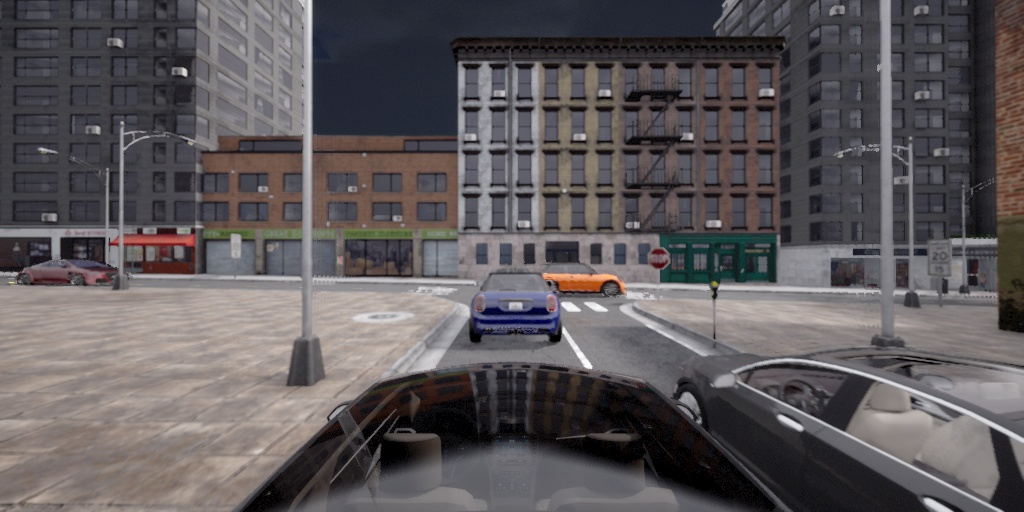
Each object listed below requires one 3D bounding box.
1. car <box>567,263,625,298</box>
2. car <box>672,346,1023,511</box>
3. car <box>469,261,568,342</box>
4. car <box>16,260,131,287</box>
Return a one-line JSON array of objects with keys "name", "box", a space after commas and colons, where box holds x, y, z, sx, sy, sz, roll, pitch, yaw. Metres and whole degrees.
[{"name": "car", "box": [3.445, 1.159, 18.531, 4.553, 1.767, 2.097, 1, -1, 0]}, {"name": "car", "box": [2.638, 1.299, 2.366, 2.007, 1.370, 4.403, 0, 0, 0]}, {"name": "car", "box": [0.071, 1.089, 9.865, 2.097, 1.767, 4.553, 0, 0, 0]}, {"name": "car", "box": [-22.642, 0.885, 18.644, 4.181, 1.385, 1.994, 1, 0, 0]}]
